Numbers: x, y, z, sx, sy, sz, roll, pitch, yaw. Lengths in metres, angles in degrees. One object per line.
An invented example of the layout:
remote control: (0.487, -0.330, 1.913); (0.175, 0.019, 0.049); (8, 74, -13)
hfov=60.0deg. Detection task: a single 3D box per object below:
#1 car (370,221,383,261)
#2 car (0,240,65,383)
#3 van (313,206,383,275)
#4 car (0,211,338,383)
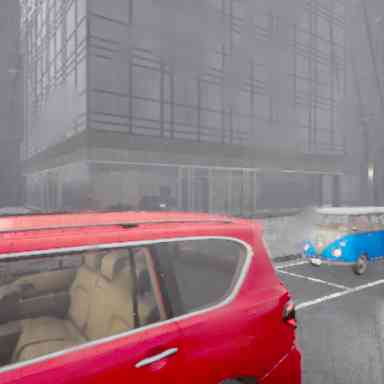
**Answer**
car: (6.675, 1.508, 7.996); (4.902, 1.511, 2.128); (0, 0, -35)
car: (-4.015, 1.523, 3.832); (4.403, 1.369, 2.008); (0, 0, -35)
van: (5.067, 1.347, 10.129); (3.998, 1.788, 1.690); (0, 0, -35)
car: (-1.633, 1.209, 2.237); (5.566, 2.045, 2.150); (0, 0, -35)
